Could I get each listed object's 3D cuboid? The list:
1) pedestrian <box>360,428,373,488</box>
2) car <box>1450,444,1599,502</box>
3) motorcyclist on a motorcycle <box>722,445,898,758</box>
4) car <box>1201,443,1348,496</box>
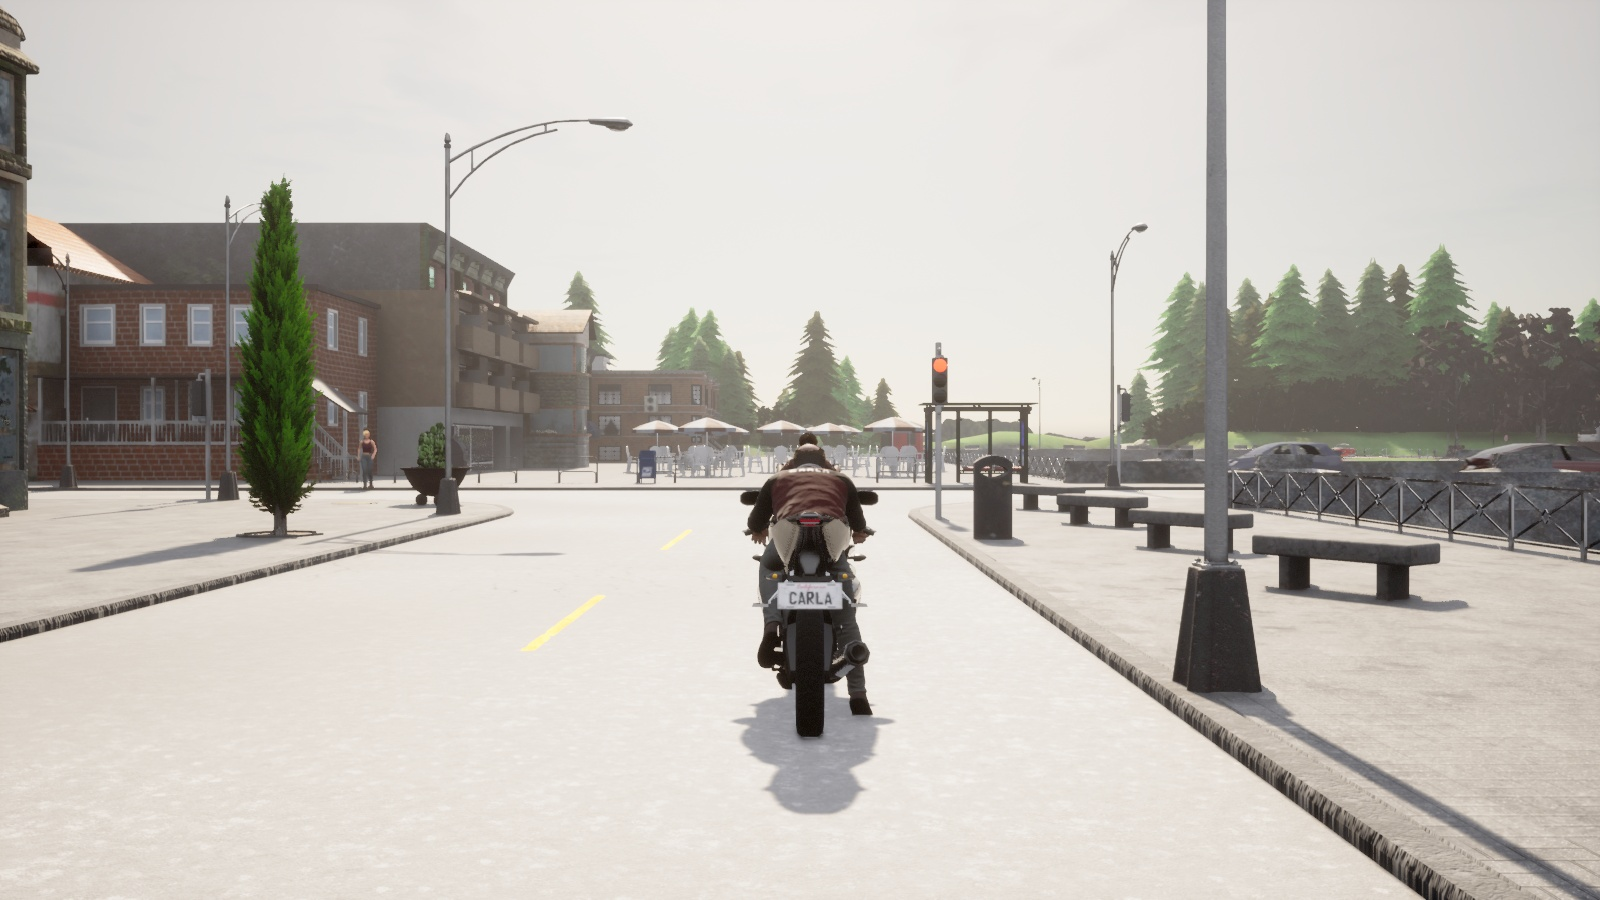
[{"bbox_3d":[-13.382,0.242,38.798,0.345,1.836,0.594,0,0,-16],"label":"pedestrian"},{"bbox_3d":[20.140,0.575,33.187,4.792,1.488,2.163,0,0,0],"label":"car"},{"bbox_3d":[0.054,0.740,7.268,0.866,1.530,2.191,0,0,0],"label":"motorcyclist on a motorcycle"},{"bbox_3d":[14.011,0.562,37.215,3.633,1.501,1.845,0,0,0],"label":"car"}]
